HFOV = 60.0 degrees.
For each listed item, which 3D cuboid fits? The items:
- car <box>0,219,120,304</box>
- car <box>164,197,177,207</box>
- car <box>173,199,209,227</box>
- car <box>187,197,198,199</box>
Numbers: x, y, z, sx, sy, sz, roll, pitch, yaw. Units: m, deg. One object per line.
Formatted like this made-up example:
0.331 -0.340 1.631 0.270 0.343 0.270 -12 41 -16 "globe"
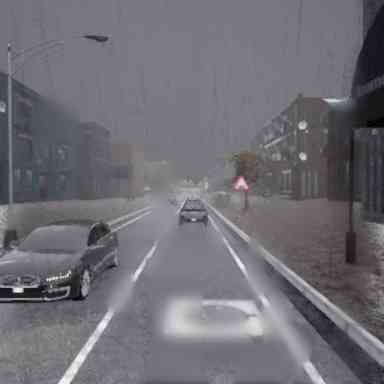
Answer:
-3.100 1.496 8.360 1.837 1.490 4.892 0 0 0 "car"
-3.082 1.374 49.115 2.033 1.411 5.357 0 0 0 "car"
0.097 1.447 22.502 2.128 1.511 4.902 0 0 0 "car"
0.093 1.363 40.800 2.128 1.511 4.902 0 0 0 "car"
